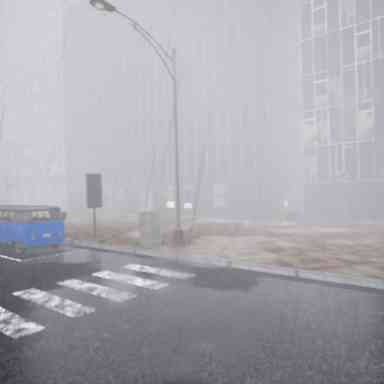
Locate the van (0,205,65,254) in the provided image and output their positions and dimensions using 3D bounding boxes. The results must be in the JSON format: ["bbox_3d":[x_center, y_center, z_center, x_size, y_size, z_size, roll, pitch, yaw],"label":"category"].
[{"bbox_3d":[-6.911,1.431,13.629,3.998,1.788,1.690,-1,0,38],"label":"van"}]
